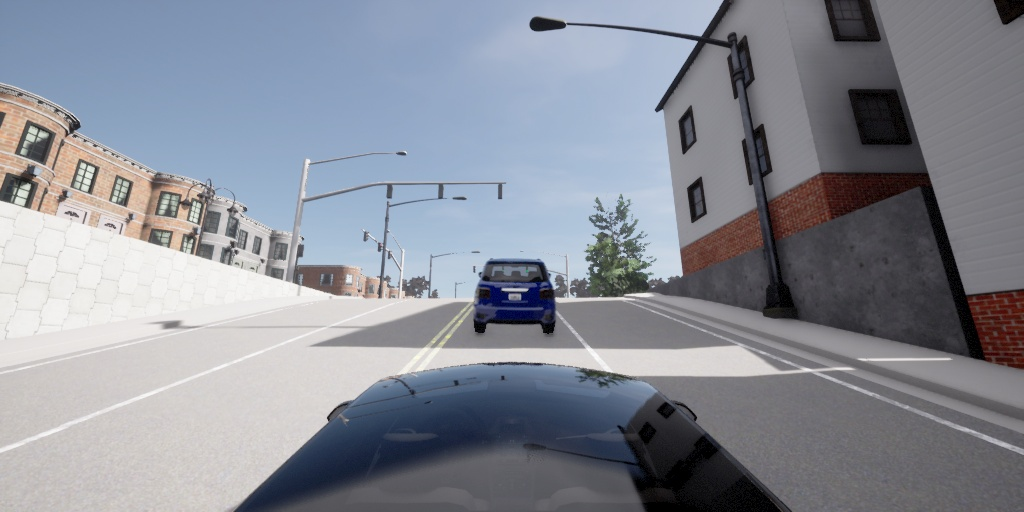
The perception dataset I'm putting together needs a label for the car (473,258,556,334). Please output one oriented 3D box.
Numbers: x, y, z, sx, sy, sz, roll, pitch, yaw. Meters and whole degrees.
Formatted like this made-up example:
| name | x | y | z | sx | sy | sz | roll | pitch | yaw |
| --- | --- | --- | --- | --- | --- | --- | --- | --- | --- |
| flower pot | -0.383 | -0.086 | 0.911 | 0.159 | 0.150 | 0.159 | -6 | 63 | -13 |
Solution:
| name | x | y | z | sx | sy | sz | roll | pitch | yaw |
| --- | --- | --- | --- | --- | --- | --- | --- | --- | --- |
| car | 0.082 | 1.100 | 11.261 | 2.150 | 2.045 | 5.566 | 1 | -1 | 0 |
